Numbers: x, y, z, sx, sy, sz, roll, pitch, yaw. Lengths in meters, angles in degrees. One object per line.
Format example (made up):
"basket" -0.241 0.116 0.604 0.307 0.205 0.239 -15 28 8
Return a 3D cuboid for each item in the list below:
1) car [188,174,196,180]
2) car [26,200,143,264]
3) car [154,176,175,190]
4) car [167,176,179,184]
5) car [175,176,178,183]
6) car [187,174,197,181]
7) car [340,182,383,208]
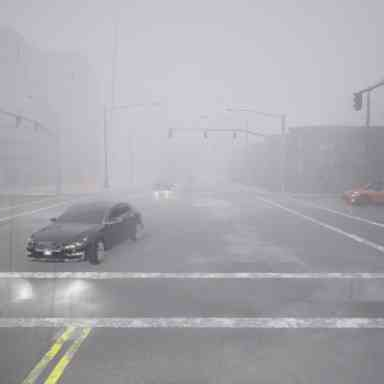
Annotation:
"car" 0.022 -3.701 80.733 2.033 1.411 5.357 0 4 0
"car" -3.038 1.071 10.434 1.837 1.490 4.892 0 4 11
"car" -3.587 -0.965 41.432 1.994 1.385 4.181 0 4 0
"car" -3.549 -2.281 61.457 1.895 1.301 4.718 0 4 0
"car" -3.580 -1.694 51.338 1.837 1.490 4.892 0 4 0
"car" 0.020 -2.975 70.906 1.994 1.385 4.181 0 4 0
"car" 12.706 0.079 22.833 4.553 1.767 2.097 0 4 0
